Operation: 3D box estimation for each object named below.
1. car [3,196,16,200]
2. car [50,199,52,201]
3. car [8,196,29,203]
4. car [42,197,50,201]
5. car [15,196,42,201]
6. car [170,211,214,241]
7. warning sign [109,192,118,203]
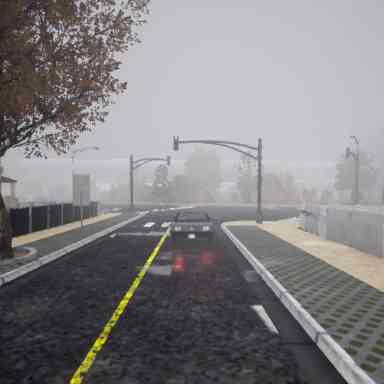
[{"bbox_3d":[-40.871,1.734,72.047,5.357,1.411,2.033,-1,2,36],"label":"car"},{"bbox_3d":[-30.859,1.658,68.791,4.181,1.385,1.994,-1,2,36],"label":"car"},{"bbox_3d":[-38.963,1.610,74.675,4.902,1.511,2.128,-1,2,36],"label":"car"},{"bbox_3d":[-29.953,1.749,64.119,4.181,1.385,1.994,-1,2,36],"label":"car"},{"bbox_3d":[-29.516,1.884,59.769,4.718,1.301,1.895,-1,2,36],"label":"car"},{"bbox_3d":[0.025,1.596,16.461,1.895,1.301,4.718,0,0,1],"label":"car"},{"bbox_3d":[-14.247,0.995,60.260,1.060,1.860,1.300,2,1,36],"label":"warning sign"}]
